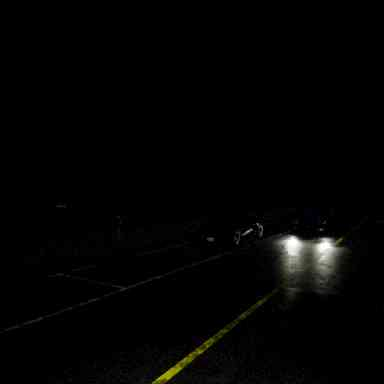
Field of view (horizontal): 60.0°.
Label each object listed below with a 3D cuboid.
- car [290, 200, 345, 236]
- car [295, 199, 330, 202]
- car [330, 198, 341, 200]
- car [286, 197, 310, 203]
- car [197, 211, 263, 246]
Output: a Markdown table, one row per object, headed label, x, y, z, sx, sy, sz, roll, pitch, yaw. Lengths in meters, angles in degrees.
| label | x | y | z | sx | sy | sz | roll | pitch | yaw |
| --- | --- | --- | --- | --- | --- | --- | --- | --- | --- |
| car | 7.206 | 1.478 | 19.006 | 1.882 | 1.535 | 5.008 | 0 | 0 | 32 |
| car | 10.740 | 1.583 | 29.450 | 1.802 | 1.307 | 4.206 | 0 | 0 | 32 |
| car | 13.681 | 1.567 | 34.127 | 1.947 | 1.339 | 4.313 | 0 | 0 | 32 |
| car | 20.803 | 1.568 | 63.632 | 5.357 | 1.411 | 2.033 | 0 | 0 | 35 |
| car | 1.917 | 1.566 | 15.417 | 1.947 | 1.339 | 4.313 | 0 | 0 | 32 |
